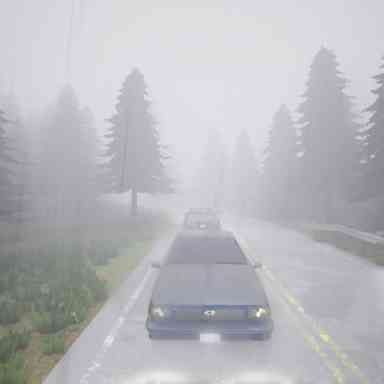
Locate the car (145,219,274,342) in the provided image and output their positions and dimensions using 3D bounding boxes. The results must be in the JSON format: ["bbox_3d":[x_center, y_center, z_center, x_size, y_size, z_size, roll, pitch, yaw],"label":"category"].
[{"bbox_3d":[0.294,1.558,7.095,2.033,1.411,5.357,0,0,1],"label":"car"}]

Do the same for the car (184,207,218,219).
[{"bbox_3d":[0.500,1.584,19.180,1.994,1.385,4.181,0,0,-2],"label":"car"}]
